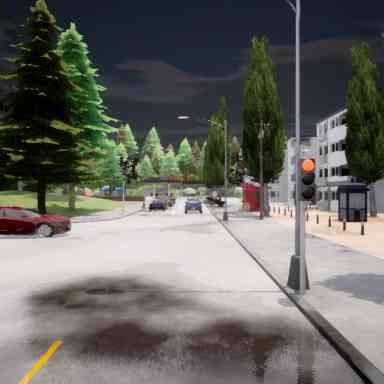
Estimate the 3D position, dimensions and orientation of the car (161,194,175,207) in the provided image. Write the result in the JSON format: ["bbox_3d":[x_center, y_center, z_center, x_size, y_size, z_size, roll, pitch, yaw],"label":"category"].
[{"bbox_3d":[-4.064,1.352,50.357,2.097,1.767,4.553,0,0,0],"label":"car"}]

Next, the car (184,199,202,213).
[{"bbox_3d":[0.160,1.526,37.259,1.812,1.442,4.674,0,0,0],"label":"car"}]

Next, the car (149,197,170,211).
[{"bbox_3d":[-4.082,1.601,40.464,1.895,1.301,4.718,0,0,0],"label":"car"}]

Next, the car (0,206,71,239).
[{"bbox_3d":[-8.732,1.478,16.775,5.008,1.535,1.882,0,0,-3],"label":"car"}]
